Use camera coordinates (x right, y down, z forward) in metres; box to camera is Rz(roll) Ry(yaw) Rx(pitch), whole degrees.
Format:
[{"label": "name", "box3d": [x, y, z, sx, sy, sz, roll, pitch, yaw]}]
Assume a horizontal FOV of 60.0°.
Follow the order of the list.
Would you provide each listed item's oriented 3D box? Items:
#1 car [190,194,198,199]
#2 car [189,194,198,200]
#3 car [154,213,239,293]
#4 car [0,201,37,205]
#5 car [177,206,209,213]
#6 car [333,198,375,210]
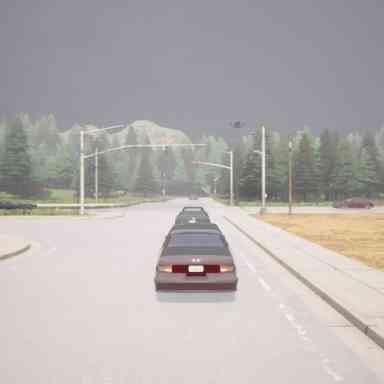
[{"label": "car", "box3d": [0.703, 1.314, 93.836, 2.033, 1.411, 5.357, 0, 0, 2]}, {"label": "car", "box3d": [0.314, 1.407, 83.790, 1.994, 1.385, 4.181, 0, 0, 2]}, {"label": "car", "box3d": [0.085, 1.535, 8.971, 2.033, 1.411, 5.357, 0, 0, 0]}, {"label": "car", "box3d": [-19.856, 1.642, 37.173, 4.718, 1.301, 1.895, 0, 0, 1]}, {"label": "car", "box3d": [0.066, 1.530, 19.578, 1.994, 1.385, 4.181, 0, 0, 1]}, {"label": "car", "box3d": [19.458, 1.412, 40.124, 4.674, 1.442, 1.812, 0, 0, 1]}]
